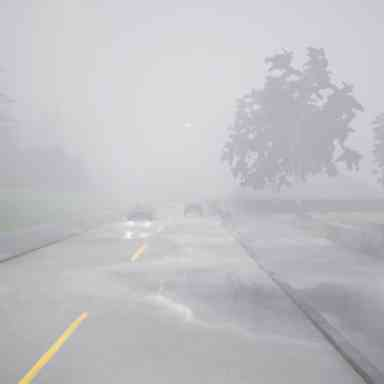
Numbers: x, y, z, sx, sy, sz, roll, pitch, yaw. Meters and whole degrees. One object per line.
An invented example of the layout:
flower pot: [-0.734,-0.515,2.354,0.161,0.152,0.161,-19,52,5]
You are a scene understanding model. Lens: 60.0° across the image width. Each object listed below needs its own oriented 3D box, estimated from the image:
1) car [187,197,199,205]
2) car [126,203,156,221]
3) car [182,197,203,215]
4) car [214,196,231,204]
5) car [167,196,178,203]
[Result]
car: [0.114,1.578,60.189,2.033,1.411,5.357,0,0,0]
car: [-4.057,1.579,27.198,1.994,1.385,4.181,0,0,0]
car: [0.119,1.544,34.735,1.812,1.442,4.674,0,0,0]
car: [6.352,1.488,63.549,5.357,1.415,2.033,0,0,-40]
car: [-3.959,1.494,68.515,1.994,1.385,4.181,0,0,0]
